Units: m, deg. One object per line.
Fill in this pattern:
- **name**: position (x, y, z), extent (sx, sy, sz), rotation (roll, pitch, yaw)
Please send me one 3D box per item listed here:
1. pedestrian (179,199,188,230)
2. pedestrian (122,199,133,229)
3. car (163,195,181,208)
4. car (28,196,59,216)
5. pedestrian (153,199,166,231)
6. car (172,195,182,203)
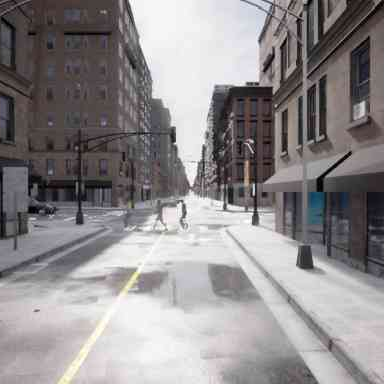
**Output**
- **pedestrian**: position (-0.512, 1.288, 19.484), extent (0.375, 1.860, 0.375), rotation (0, 0, 0)
- **pedestrian**: position (-3.877, 1.285, 20.074), extent (0.375, 1.860, 0.375), rotation (0, 0, 0)
- **car**: position (-3.184, 1.524, 48.997), extent (2.033, 1.411, 5.357), rotation (0, 0, 0)
- **car**: position (-14.035, 1.146, 29.022), extent (4.553, 1.767, 2.097), rotation (1, 0, -1)
- **pedestrian**: position (-1.847, 1.288, 18.878), extent (0.375, 1.860, 0.375), rotation (0, 0, 0)
- **car**: position (-3.083, 1.465, 69.404), extent (1.837, 1.490, 4.892), rotation (0, 0, 0)
